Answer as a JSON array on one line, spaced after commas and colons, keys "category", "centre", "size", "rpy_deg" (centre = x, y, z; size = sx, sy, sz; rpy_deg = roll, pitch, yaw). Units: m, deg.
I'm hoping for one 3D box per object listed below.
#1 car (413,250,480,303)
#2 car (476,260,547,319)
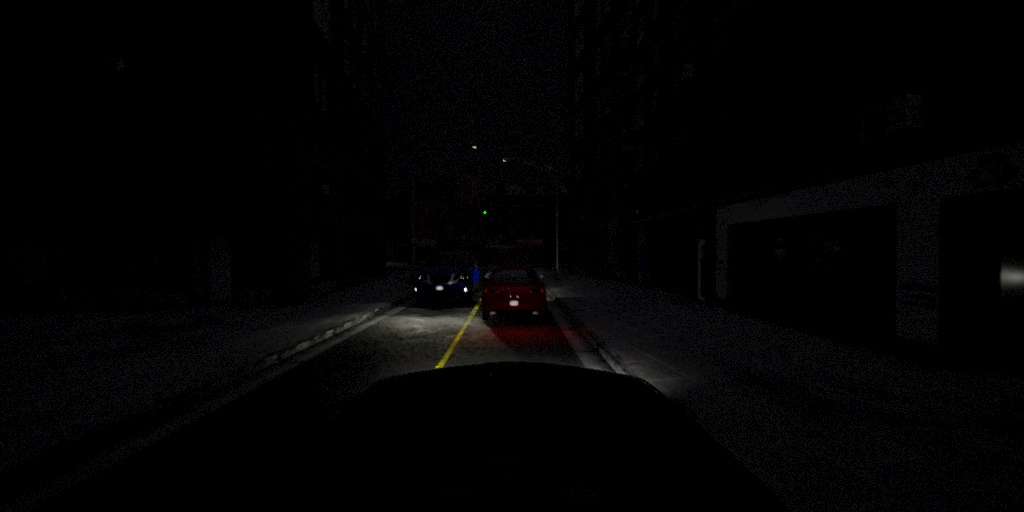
[{"category": "car", "centre": [-2.591, 0.745, 15.617], "size": [2.150, 2.045, 5.566], "rpy_deg": [0, 1, 0]}, {"category": "car", "centre": [0.068, 1.060, 12.074], "size": [1.882, 1.535, 5.008], "rpy_deg": [0, 1, 0]}]
